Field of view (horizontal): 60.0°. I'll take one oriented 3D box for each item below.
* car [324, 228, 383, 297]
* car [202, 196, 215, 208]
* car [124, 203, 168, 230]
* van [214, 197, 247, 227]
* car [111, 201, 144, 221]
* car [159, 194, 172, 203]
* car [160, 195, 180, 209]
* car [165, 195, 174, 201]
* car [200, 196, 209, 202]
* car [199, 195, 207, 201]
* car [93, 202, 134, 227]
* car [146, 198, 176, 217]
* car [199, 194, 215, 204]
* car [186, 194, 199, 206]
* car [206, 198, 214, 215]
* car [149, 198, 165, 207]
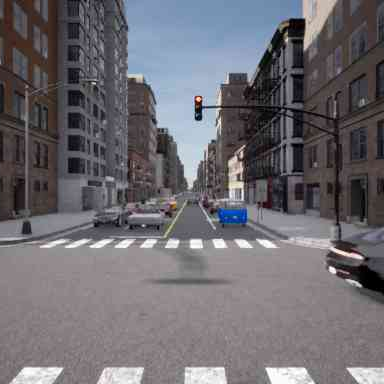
[{"bbox_3d":[5.518,1.530,7.347,4.902,1.511,2.128,0,0,0],"label":"car"},{"bbox_3d":[2.683,1.576,45.193,1.802,1.307,4.206,0,0,0],"label":"car"},{"bbox_3d":[-2.798,1.600,21.173,1.895,1.301,4.718,0,0,-1],"label":"car"},{"bbox_3d":[2.660,1.340,22.467,1.690,1.788,3.998,0,0,0],"label":"van"},{"bbox_3d":[-5.360,1.543,28.148,1.887,1.381,4.507,0,0,0],"label":"car"},{"bbox_3d":[-5.319,1.292,67.921,2.192,1.841,5.009,0,0,0],"label":"car"},{"bbox_3d":[-2.799,1.473,41.275,1.882,1.535,5.008,0,0,0],"label":"car"},{"bbox_3d":[-5.307,1.409,79.285,1.967,1.590,4.097,0,0,0],"label":"car"},{"bbox_3d":[2.712,1.524,73.599,2.008,1.369,4.403,0,0,0],"label":"car"},{"bbox_3d":[2.723,1.530,84.962,1.947,1.339,4.313,0,0,0],"label":"car"},{"bbox_3d":[-5.365,1.549,22.467,2.008,1.369,4.403,0,0,0],"label":"car"},{"bbox_3d":[-2.816,1.562,31.146,1.994,1.385,4.181,0,0,0],"label":"car"},{"bbox_3d":[2.689,1.305,50.874,2.192,1.841,5.009,0,0,0],"label":"car"},{"bbox_3d":[0.160,1.478,55.365,2.128,1.511,4.902,0,0,0],"label":"car"},{"bbox_3d":[2.671,1.580,33.830,1.802,1.307,4.206,0,0,0],"label":"car"},{"bbox_3d":[-5.336,1.556,50.877,1.947,1.339,4.313,0,0,0],"label":"car"}]
